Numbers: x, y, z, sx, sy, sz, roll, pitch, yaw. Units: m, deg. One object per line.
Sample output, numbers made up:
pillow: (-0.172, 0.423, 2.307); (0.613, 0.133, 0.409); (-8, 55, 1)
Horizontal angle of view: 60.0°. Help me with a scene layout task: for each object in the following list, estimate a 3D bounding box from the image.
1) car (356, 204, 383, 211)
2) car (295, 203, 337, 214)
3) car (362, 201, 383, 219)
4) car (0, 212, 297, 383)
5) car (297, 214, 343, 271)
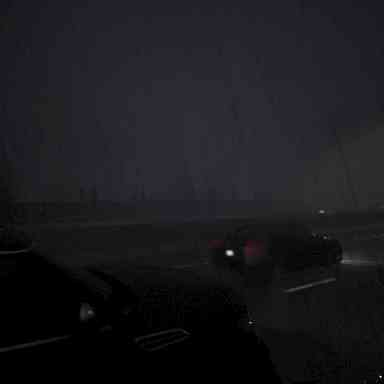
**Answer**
car: (15.334, 1.819, 27.822); (4.718, 1.301, 1.895); (2, -1, -35)
car: (13.051, 1.853, 34.790); (5.357, 1.411, 2.033); (3, -2, -35)
car: (20.613, 2.044, 35.874); (4.553, 1.767, 2.097); (5, -3, -35)
car: (-1.930, 1.219, 2.371); (5.566, 2.045, 2.150); (0, 0, -35)
car: (2.620, 1.583, 9.915); (4.181, 1.385, 1.994); (0, 0, -35)
